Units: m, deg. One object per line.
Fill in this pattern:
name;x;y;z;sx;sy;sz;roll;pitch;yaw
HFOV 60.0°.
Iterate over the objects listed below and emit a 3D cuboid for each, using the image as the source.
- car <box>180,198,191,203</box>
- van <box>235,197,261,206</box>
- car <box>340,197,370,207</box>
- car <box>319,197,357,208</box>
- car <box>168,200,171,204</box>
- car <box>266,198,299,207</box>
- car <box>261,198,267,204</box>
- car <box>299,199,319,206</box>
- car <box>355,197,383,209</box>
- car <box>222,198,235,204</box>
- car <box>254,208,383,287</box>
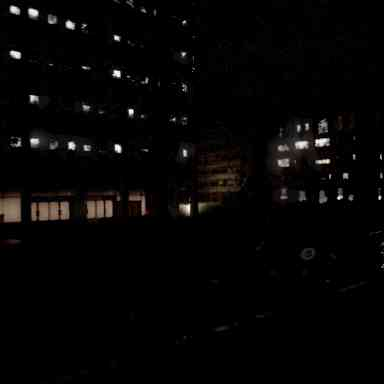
car;-0.674;2.342;95.118;1.967;1.590;4.097;-2;0;-36
van;10.845;1.875;64.893;1.690;1.788;3.998;-2;0;-36
car;27.532;1.637;56.419;1.967;1.590;4.097;-2;0;-36
car;21.853;1.809;49.539;2.008;1.369;4.403;-2;0;-36
car;-7.455;2.545;90.201;2.008;1.369;4.403;-2;0;-36
car;15.770;1.955;58.011;1.887;1.381;4.507;-2;0;-36
car;15.671;1.932;72.574;1.967;1.590;4.097;-2;0;-36
car;22.271;1.910;63.599;1.802;1.307;4.206;-2;0;-36
car;25.122;1.728;45.030;2.008;1.369;4.403;-2;0;-36
car;9.135;2.238;81.590;1.802;1.307;4.206;-2;0;-36
car;3.580;1.410;9.126;4.097;1.590;1.967;0;0;-36
